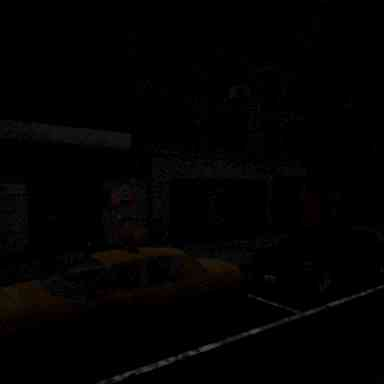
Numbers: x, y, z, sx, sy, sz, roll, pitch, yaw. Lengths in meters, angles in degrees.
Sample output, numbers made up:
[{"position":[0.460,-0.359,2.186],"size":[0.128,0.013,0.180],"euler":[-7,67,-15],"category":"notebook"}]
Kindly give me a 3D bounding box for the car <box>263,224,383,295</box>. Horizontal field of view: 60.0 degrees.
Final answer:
[{"position":[3.528,1.559,8.705],"size":[4.313,1.339,1.947],"euler":[0,0,-36],"category":"car"}]

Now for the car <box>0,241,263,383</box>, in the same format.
[{"position":[-1.236,1.524,5.307],"size":[4.829,1.417,1.752],"euler":[0,0,-36],"category":"car"}]
